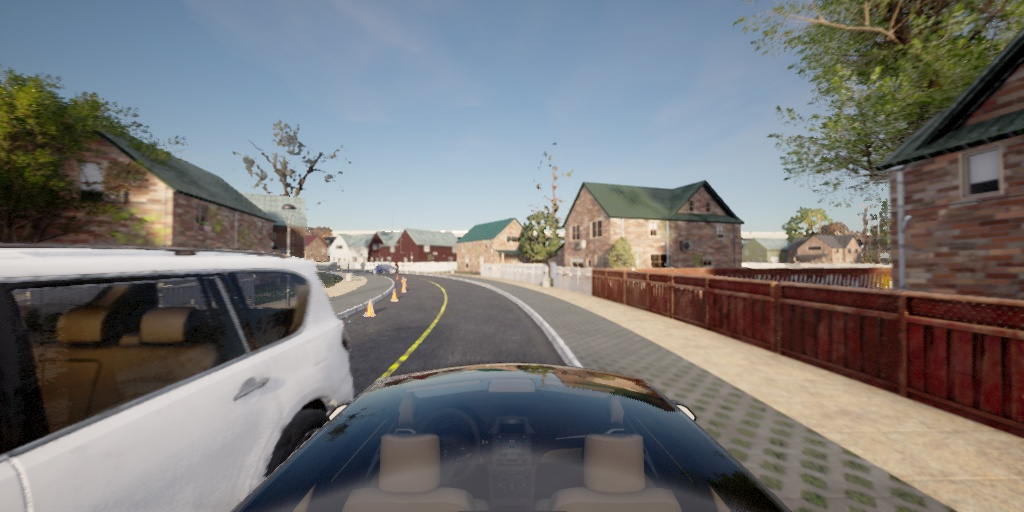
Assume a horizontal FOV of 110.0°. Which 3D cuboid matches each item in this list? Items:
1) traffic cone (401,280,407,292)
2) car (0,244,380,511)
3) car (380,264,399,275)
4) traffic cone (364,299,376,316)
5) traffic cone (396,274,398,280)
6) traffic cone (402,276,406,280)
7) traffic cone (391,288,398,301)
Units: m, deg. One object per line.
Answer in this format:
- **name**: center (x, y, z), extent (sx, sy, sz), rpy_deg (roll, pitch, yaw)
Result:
- **traffic cone**: center (-6.729, 1.934, 22.302), extent (0.340, 0.580, 0.340), rpy_deg (0, 0, -14)
- **car**: center (-2.465, 0.962, 0.962), extent (2.150, 2.045, 5.566), rpy_deg (0, -1, 0)
- **car**: center (-17.019, 1.769, 48.302), extent (1.812, 1.442, 4.674), rpy_deg (1, -1, -43)
- **traffic cone**: center (-5.064, 1.831, 12.774), extent (0.340, 0.580, 0.340), rpy_deg (0, 0, -6)
- **traffic cone**: center (-11.499, 2.074, 35.990), extent (0.340, 0.580, 0.340), rpy_deg (0, 0, -25)
- **traffic cone**: center (-8.021, 1.982, 26.964), extent (0.340, 0.580, 0.340), rpy_deg (0, 0, -17)
- **traffic cone**: center (-5.743, 1.884, 17.565), extent (0.340, 0.580, 0.340), rpy_deg (0, 0, -10)
